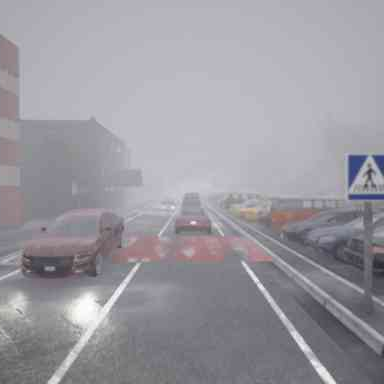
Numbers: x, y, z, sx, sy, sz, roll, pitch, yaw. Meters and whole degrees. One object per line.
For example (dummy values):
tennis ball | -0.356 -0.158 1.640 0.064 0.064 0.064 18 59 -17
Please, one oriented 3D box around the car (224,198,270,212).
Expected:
car | 5.941 1.402 36.460 4.674 1.452 2.002 0 0 -1

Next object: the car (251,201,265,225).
car | 6.105 1.429 19.506 4.674 1.452 2.002 0 0 -1

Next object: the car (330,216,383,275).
car | 6.217 1.447 8.204 4.674 1.452 2.002 0 0 -1

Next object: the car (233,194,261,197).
car | 6.054 1.250 27.983 4.553 1.767 2.185 0 0 -1

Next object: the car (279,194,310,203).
car | 18.258 1.175 59.378 4.792 1.488 2.163 0 1 -1

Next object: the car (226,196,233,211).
car | 6.180 1.368 30.810 5.366 1.575 1.946 0 0 -1

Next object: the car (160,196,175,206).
car | -3.605 1.318 50.576 1.812 1.442 4.674 0 1 0

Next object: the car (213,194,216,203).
car | 5.828 1.379 47.771 4.674 1.452 2.002 0 0 -1

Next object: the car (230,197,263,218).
car | 5.865 1.377 25.156 5.366 1.575 1.946 0 0 -1

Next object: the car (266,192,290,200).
car | 18.147 0.805 70.542 4.553 1.767 2.185 0 1 -1

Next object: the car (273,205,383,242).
car | 6.134 1.427 13.855 4.792 1.488 2.163 0 0 -1

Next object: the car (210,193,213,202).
car | 5.771 1.298 53.435 4.674 1.452 2.002 0 1 -1

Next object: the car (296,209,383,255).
car | 6.194 1.442 11.030 4.674 1.452 2.002 0 0 -1

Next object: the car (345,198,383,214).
car | 18.541 1.366 33.821 4.892 1.521 2.231 0 0 -1

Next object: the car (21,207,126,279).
car | -3.369 1.332 10.332 1.882 1.535 5.008 0 5 0

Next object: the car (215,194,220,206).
car | 5.876 1.352 42.111 5.008 1.535 2.097 0 0 -1

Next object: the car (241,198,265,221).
car | 6.265 1.381 22.334 5.366 1.575 1.946 0 0 -1

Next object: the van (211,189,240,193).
van | 5.857 0.978 56.256 4.442 1.987 1.878 0 1 -1

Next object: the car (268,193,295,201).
car | 18.200 0.982 67.846 5.008 1.535 2.097 0 1 -1

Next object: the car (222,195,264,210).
car | 5.941 1.231 39.285 4.553 1.767 2.185 0 0 -1

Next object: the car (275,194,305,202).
car | 18.268 1.094 62.076 4.892 1.521 2.231 0 1 -1

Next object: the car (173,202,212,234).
car | 0.058 1.525 19.005 1.994 1.385 4.181 0 1 0

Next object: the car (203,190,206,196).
car | 5.573 0.853 76.036 4.792 1.488 2.163 0 1 -1

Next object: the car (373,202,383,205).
car | 18.594 1.373 28.299 5.008 1.535 2.097 0 0 -1

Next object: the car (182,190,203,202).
car | -0.078 1.090 40.732 2.150 2.045 5.566 0 0 0

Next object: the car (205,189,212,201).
car | 5.684 0.898 59.079 5.566 2.045 2.435 0 1 -1

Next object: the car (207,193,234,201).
car | 5.813 0.983 67.561 5.366 1.575 1.946 0 1 -1

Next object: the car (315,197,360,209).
car | 18.484 1.381 42.291 4.792 1.488 2.163 0 0 -1

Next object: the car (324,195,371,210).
car | 18.447 1.230 39.592 4.553 1.767 2.185 0 0 -1

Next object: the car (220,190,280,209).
car | 5.995 1.115 33.634 5.566 2.045 2.435 0 0 -1

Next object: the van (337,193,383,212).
van | 18.624 1.135 36.647 4.442 1.987 1.878 0 0 -1

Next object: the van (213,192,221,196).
van | 5.912 1.081 50.726 4.442 1.987 1.878 0 1 -1

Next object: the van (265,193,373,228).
van | 6.252 1.167 16.682 4.442 1.987 1.878 0 0 -1
